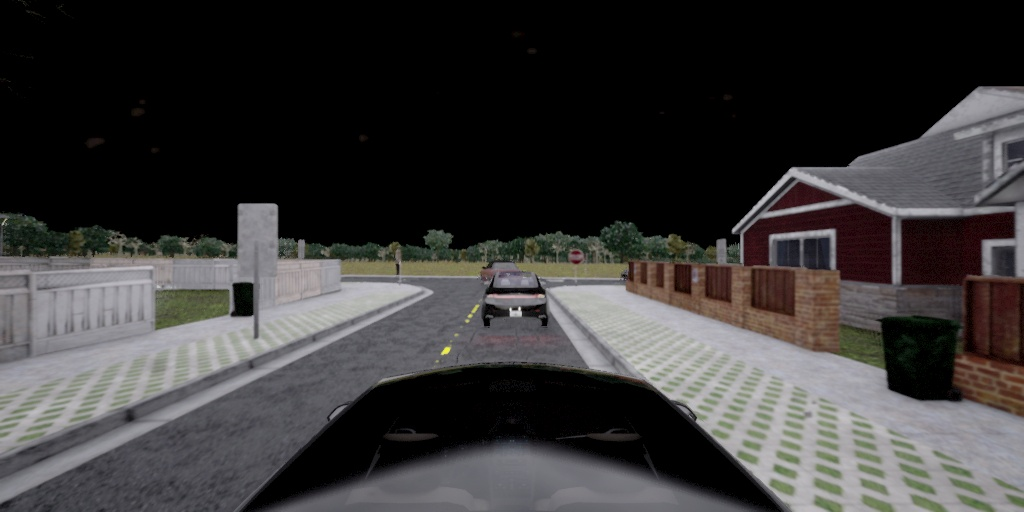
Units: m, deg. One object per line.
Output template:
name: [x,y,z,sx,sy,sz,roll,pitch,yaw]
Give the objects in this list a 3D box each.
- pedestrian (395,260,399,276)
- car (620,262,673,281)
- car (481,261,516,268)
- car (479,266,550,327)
pedestrian: [-9.706,0.770,30.509,0.375,1.860,0.375,0,-1,0]
car: [10.780,1.222,27.733,4.553,1.767,2.097,1,0,0]
car: [-0.823,1.071,23.132,2.097,1.767,4.553,0,0,-13]
car: [0.098,1.227,11.390,2.128,1.511,4.902,0,0,0]
